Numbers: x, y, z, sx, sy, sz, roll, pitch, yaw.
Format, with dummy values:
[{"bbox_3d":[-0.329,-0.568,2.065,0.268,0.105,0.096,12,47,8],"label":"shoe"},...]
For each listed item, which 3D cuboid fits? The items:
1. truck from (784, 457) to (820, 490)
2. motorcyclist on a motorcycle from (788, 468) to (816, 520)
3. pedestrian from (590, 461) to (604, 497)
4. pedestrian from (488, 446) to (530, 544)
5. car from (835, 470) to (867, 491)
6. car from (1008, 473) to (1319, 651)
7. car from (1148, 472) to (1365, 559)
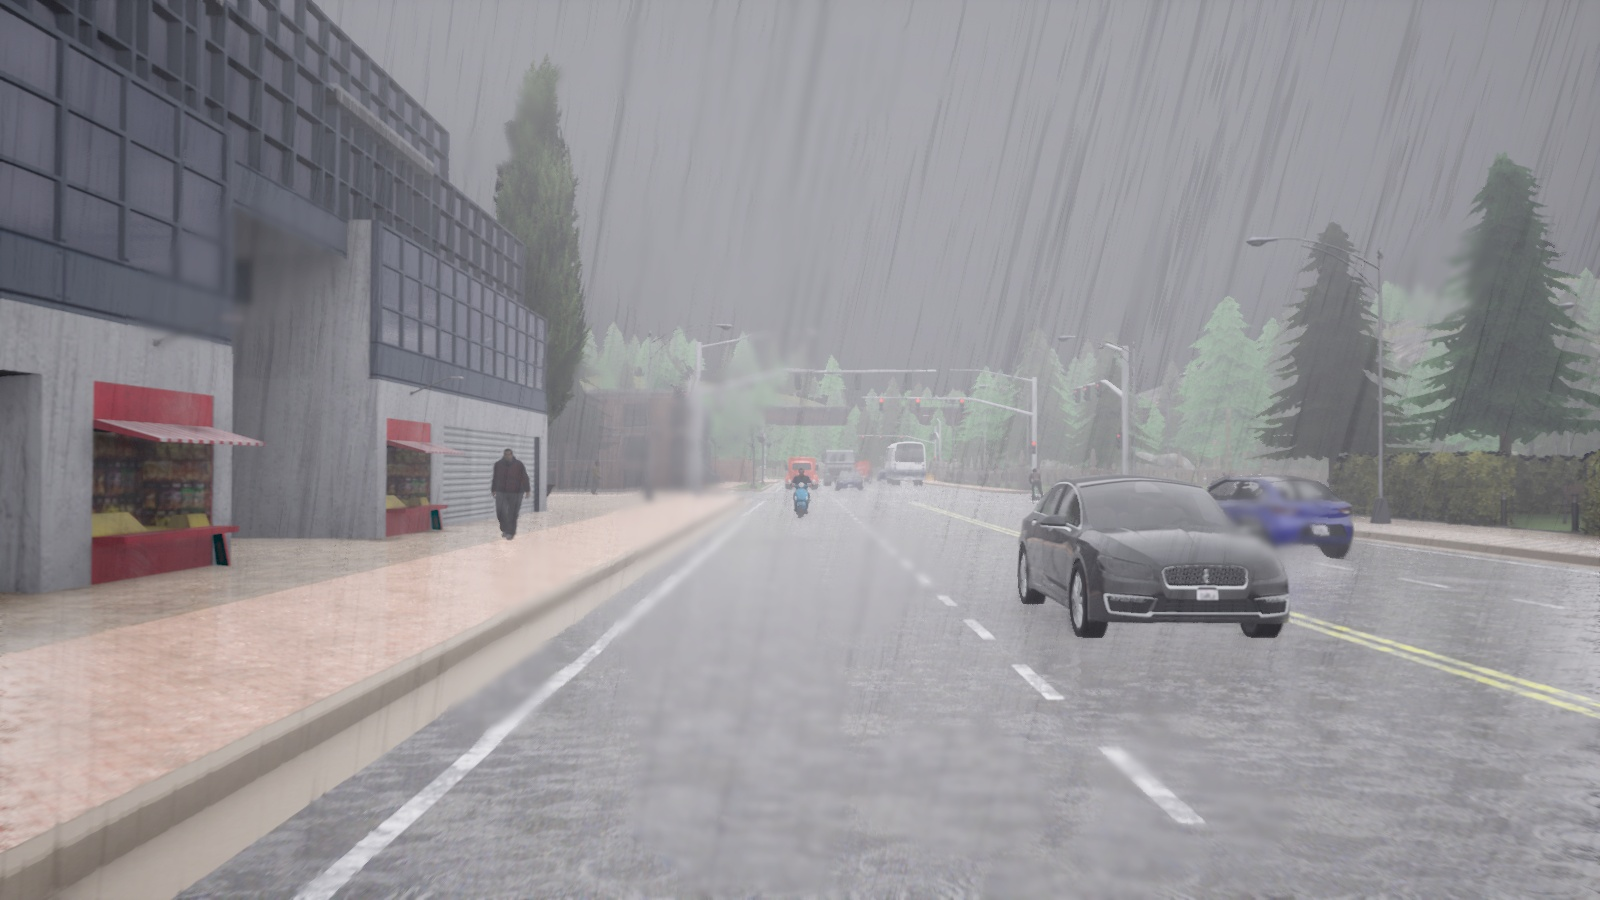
[{"bbox_3d":[0.148,1.785,96.113,2.627,2.467,5.204,0,-1,0],"label":"truck"},{"bbox_3d":[0.062,1.361,39.239,0.866,1.590,1.817,0,-1,0],"label":"motorcyclist on a motorcycle"},{"bbox_3d":[-10.597,1.508,65.496,0.709,1.840,0.431,0,-1,-7],"label":"pedestrian"},{"bbox_3d":[-5.614,0.862,24.281,0.634,1.844,0.899,0,-1,-2],"label":"pedestrian"},{"bbox_3d":[3.640,2.170,90.374,2.163,1.488,4.792,0,-1,0],"label":"car"},{"bbox_3d":[3.511,1.003,13.182,1.837,1.490,4.892,0,-1,0],"label":"car"},{"bbox_3d":[8.470,1.153,23.731,1.816,1.474,4.193,0,-1,-14],"label":"car"}]
